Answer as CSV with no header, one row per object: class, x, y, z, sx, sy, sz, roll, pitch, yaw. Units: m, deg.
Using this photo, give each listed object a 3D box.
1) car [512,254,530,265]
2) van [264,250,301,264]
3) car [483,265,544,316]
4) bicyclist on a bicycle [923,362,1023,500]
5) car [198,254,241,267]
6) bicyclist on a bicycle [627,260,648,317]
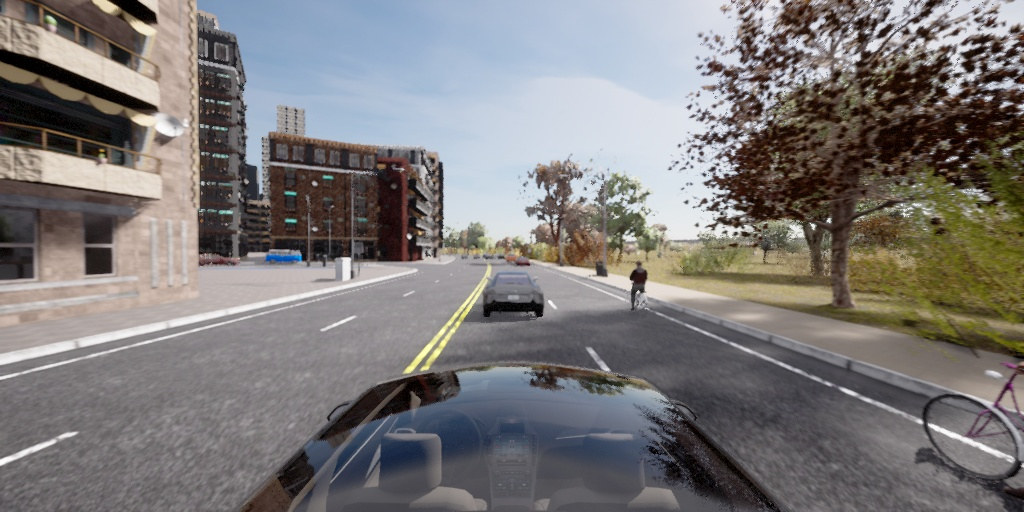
car,1.515,0.760,54.403,1.994,1.385,4.181,0,1,-4
van,-28.974,0.154,45.532,3.998,1.789,1.690,0,0,-32
car,0.023,1.200,12.856,1.994,1.385,4.181,0,1,-1
bicyclist on a bicycle,4.124,1.117,2.689,0.659,1.776,1.843,0,1,0
car,-29.378,0.478,35.385,4.207,1.307,1.802,0,0,-32
bicyclist on a bicycle,4.084,1.023,11.765,0.659,1.776,1.843,0,1,-1
